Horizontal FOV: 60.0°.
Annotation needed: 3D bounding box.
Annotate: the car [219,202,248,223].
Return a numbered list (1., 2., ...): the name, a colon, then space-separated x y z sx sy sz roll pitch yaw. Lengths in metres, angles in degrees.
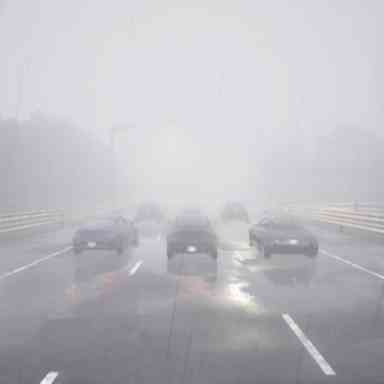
1. car: 3.521 1.652 28.425 2.097 1.767 4.553 0 -1 0

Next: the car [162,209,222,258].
1. car: 0.021 1.655 13.483 1.837 1.490 4.892 0 0 0

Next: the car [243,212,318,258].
1. car: 3.524 1.712 13.529 1.994 1.385 4.181 0 -1 0

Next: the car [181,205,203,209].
1. car: 0.023 1.830 28.881 1.812 1.442 4.674 0 0 0

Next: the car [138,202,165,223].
1. car: -3.480 1.652 28.422 2.097 1.767 4.553 0 -1 0

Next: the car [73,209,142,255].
1. car: -3.475 1.677 13.896 1.812 1.442 4.674 0 0 1
